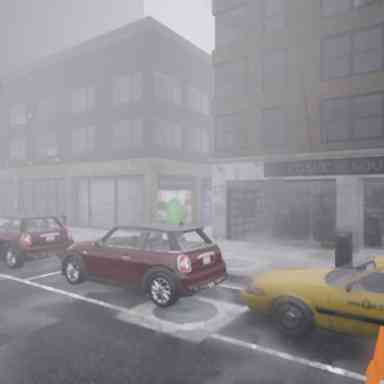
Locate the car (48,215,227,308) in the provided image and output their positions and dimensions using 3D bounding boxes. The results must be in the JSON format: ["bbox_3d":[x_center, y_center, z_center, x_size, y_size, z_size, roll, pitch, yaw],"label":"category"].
[{"bbox_3d":[-1.296,1.428,7.963,4.097,1.590,1.967,0,0,34],"label":"car"}]

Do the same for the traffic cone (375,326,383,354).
[{"bbox_3d":[2.344,1.954,4.094,0.340,0.580,0.340,0,0,34],"label":"traffic cone"}]

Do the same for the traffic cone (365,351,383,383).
[{"bbox_3d":[1.778,1.954,3.270,0.340,0.580,0.340,0,0,34],"label":"traffic cone"}]

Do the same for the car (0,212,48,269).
[{"bbox_3d":[-5.853,1.418,11.086,4.097,1.590,1.967,0,0,34],"label":"car"}]

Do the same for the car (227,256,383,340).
[{"bbox_3d":[3.119,1.524,4.937,4.829,1.417,1.752,0,0,34],"label":"car"}]
